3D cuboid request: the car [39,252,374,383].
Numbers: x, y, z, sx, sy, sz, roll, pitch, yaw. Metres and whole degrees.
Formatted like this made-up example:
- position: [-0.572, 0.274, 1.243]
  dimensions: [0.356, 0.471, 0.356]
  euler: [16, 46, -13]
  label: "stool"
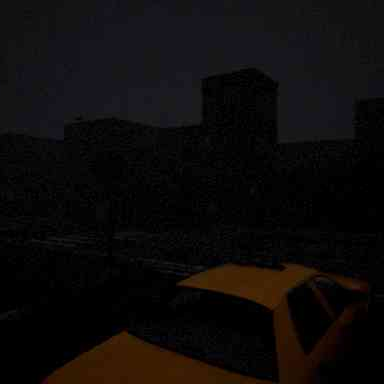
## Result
- position: [0.915, 1.484, 3.968]
  dimensions: [1.946, 1.575, 5.366]
  euler: [0, 0, 35]
  label: "car"
